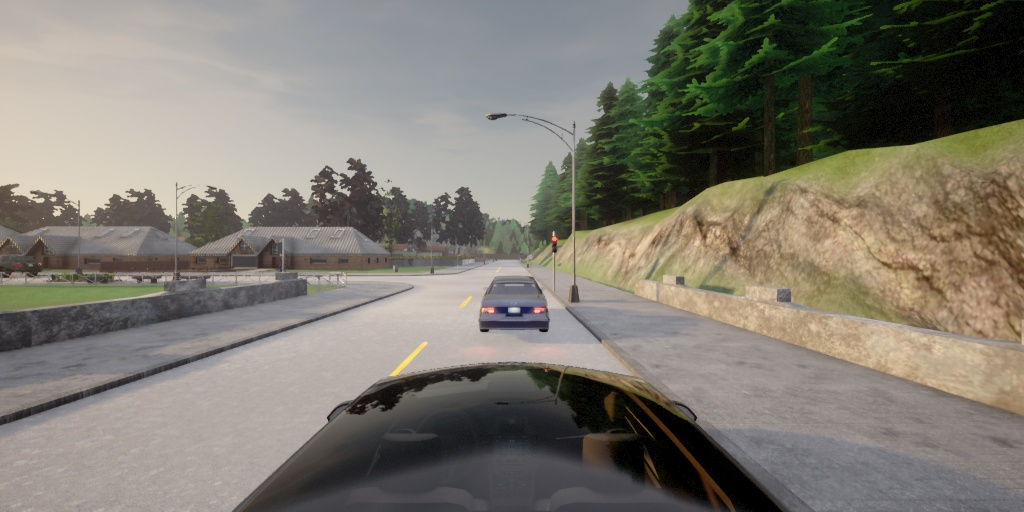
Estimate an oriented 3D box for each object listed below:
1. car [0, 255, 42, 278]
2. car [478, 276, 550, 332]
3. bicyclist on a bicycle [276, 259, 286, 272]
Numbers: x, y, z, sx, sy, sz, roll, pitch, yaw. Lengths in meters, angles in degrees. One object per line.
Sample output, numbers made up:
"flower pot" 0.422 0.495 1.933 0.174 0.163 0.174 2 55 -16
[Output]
"car" -47.375 0.971 33.322 5.566 2.045 2.150 0 0 1
"car" 0.063 1.297 10.791 2.033 1.411 5.357 0 0 0
"bicyclist on a bicycle" -24.162 1.099 37.572 0.582 1.620 1.656 0 0 0
